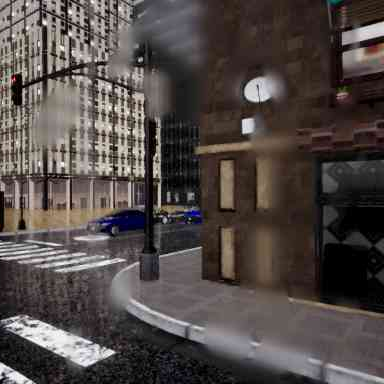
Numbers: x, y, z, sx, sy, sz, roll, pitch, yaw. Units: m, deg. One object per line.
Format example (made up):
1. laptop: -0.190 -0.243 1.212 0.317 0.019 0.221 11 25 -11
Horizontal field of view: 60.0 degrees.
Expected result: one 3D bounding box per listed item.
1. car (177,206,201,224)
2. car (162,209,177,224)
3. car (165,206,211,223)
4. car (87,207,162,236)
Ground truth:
1. car: 1.247 1.862 27.965 1.882 1.535 5.008 -1 -1 35
2. car: -3.526 1.893 25.924 2.008 1.369 4.403 -2 -2 35
3. car: -0.324 1.974 30.481 2.008 1.369 4.403 -2 -2 35
4. car: -4.172 1.773 20.247 1.812 1.442 4.674 -1 -1 33
